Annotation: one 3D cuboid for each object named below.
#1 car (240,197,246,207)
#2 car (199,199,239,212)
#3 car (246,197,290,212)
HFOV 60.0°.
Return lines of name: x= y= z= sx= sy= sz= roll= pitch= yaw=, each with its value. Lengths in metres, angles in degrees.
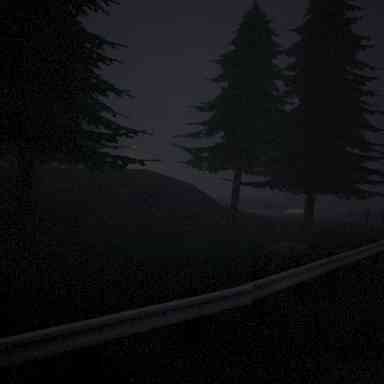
car: x=9.474 y=1.543 z=43.155 sx=5.357 sy=1.411 sz=2.033 roll=0 pitch=0 yaw=34
car: x=2.895 y=1.549 z=39.149 sx=4.181 sy=1.385 sz=1.994 roll=0 pitch=0 yaw=34
car: x=9.141 y=1.525 z=39.162 sx=4.674 sy=1.442 sz=1.812 roll=0 pitch=0 yaw=34
